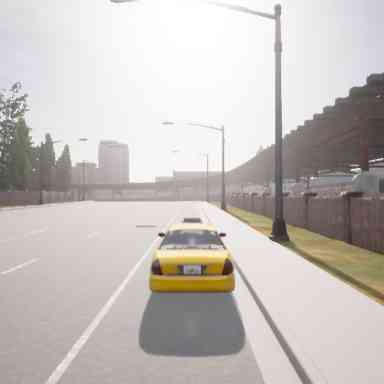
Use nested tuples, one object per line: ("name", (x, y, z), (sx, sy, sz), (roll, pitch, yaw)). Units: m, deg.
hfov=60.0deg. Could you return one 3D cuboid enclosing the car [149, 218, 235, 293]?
("car", (0.004, 1.451, 8.842), (1.801, 1.575, 5.366), (0, 0, 0))
